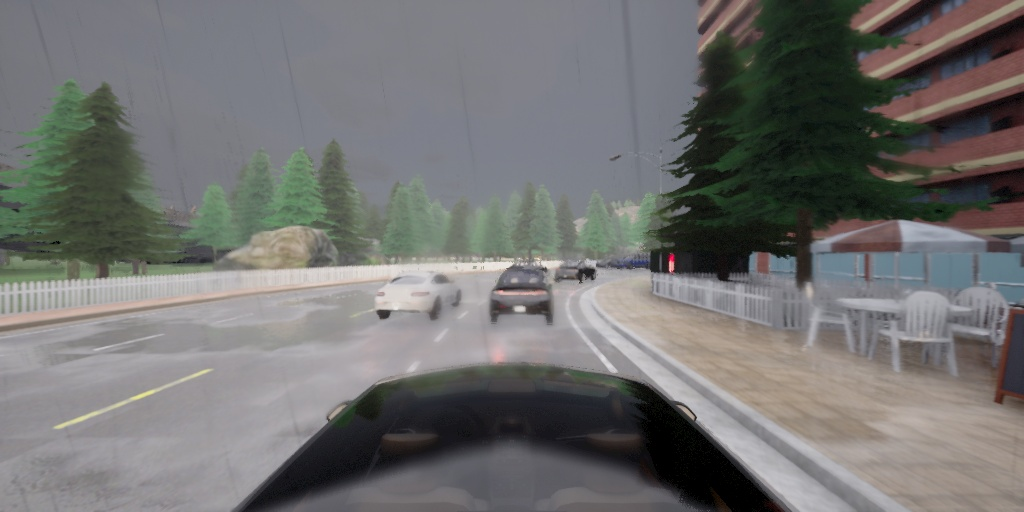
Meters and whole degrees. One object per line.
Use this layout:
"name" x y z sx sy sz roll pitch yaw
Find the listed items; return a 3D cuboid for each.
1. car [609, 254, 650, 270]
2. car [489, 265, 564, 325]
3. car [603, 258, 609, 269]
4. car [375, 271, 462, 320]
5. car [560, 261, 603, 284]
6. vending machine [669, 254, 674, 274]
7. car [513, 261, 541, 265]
"car" 15.715 0.772 46.213 5.566 2.045 2.150 0 0 -27
"car" 0.411 1.193 11.753 2.128 1.511 4.902 0 0 5
"car" 13.516 1.043 48.925 4.892 1.490 1.837 0 0 -28
"car" -3.051 1.229 12.355 1.812 1.442 4.674 0 0 5
"car" 4.738 1.133 25.951 2.128 1.511 4.902 0 0 28
"vending machine" 12.882 0.820 29.419 1.100 2.100 0.880 0 0 43
"car" 1.314 1.128 26.935 2.128 1.511 4.902 0 0 27
